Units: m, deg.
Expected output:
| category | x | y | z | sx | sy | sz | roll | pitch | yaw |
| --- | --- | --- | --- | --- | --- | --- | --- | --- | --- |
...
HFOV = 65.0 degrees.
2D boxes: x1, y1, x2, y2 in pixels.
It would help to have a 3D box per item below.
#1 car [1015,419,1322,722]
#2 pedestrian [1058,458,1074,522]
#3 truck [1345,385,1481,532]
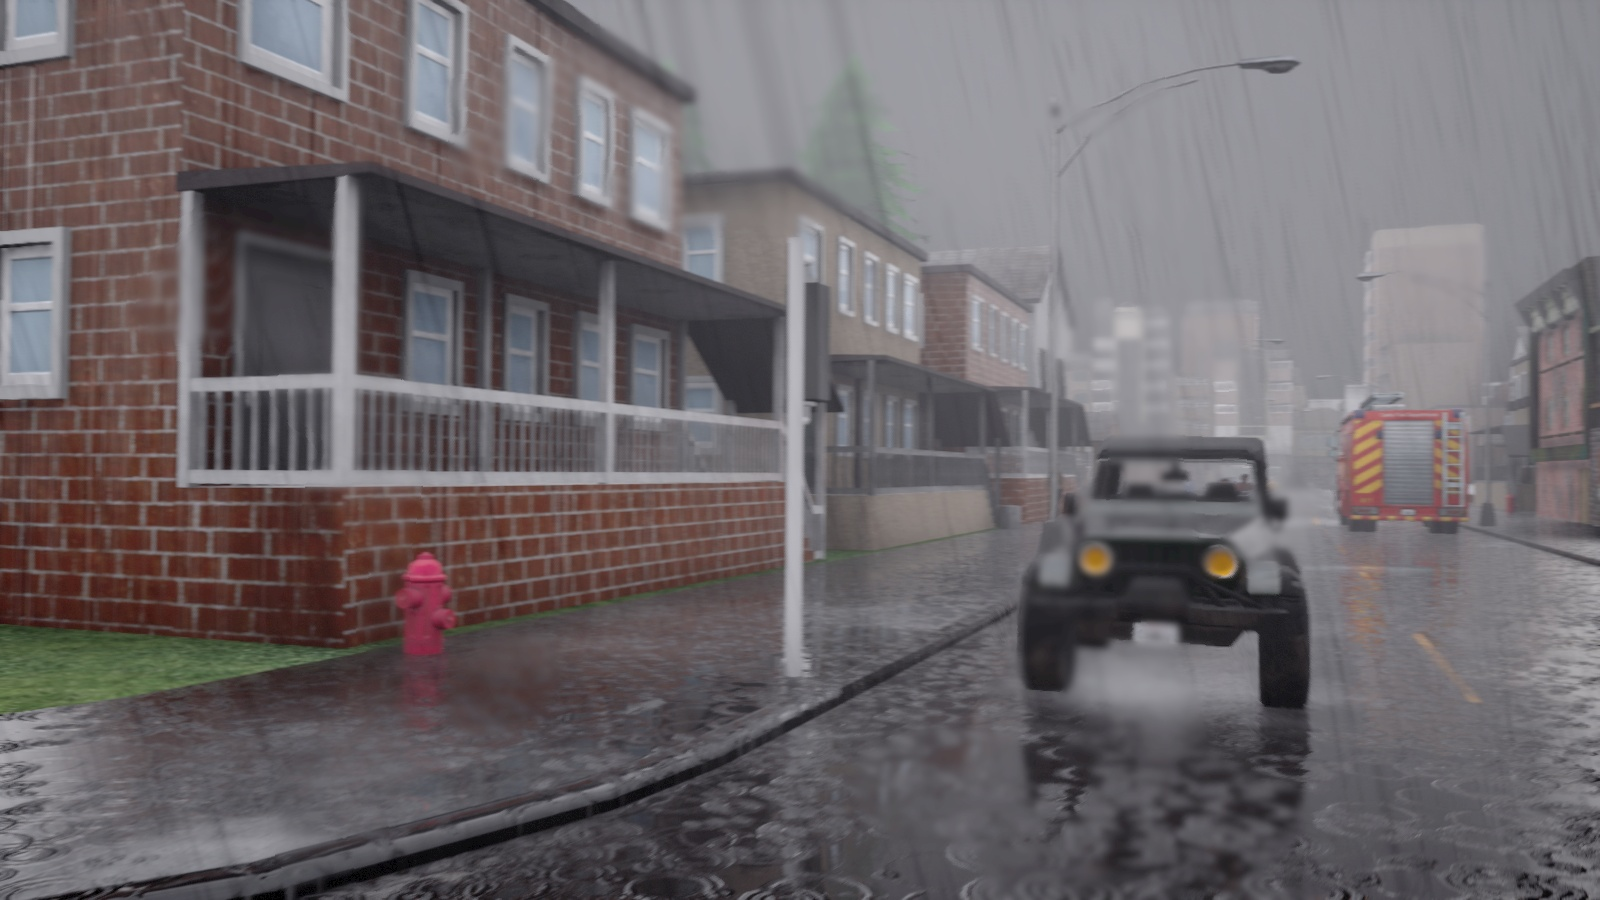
| category | x | y | z | sx | sy | sz | roll | pitch | yaw |
| --- | --- | --- | --- | --- | --- | --- | --- | --- | --- |
| car | 3.039 | 0.781 | 9.928 | 1.905 | 1.878 | 3.866 | 0 | -1 | 21 |
| pedestrian | 7.719 | 1.147 | 36.407 | 0.331 | 1.846 | 0.634 | 0 | -1 | 22 |
| truck | 17.917 | 0.292 | 37.189 | 2.891 | 3.827 | 8.468 | 0 | -1 | 21 |
